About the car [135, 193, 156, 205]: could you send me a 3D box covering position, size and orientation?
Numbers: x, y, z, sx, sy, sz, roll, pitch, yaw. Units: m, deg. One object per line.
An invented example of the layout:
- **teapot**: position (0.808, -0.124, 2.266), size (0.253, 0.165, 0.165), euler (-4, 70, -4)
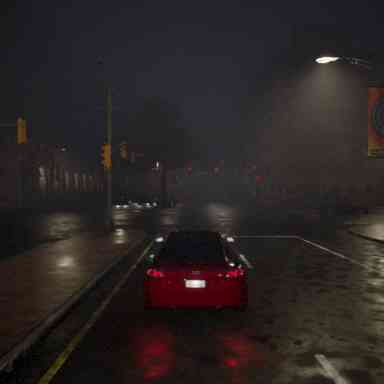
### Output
- **car**: position (-8.103, 1.221, 58.651), size (2.150, 2.045, 5.566), euler (0, 0, 0)

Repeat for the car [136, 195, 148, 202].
- **car**: position (-11.531, 1.477, 76.649), size (1.882, 1.535, 5.008), euler (0, 0, 0)

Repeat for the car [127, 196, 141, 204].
- **car**: position (-11.553, 1.563, 66.301), size (1.994, 1.385, 4.181), euler (0, 0, 0)

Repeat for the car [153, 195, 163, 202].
- **car**: position (-8.031, 1.500, 79.063), size (1.837, 1.490, 4.892), euler (0, 0, 0)

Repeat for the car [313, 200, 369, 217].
- **car**: position (13.962, 1.504, 31.158), size (4.892, 1.490, 1.837), euler (0, 0, 2)

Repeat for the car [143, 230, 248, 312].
- **car**: position (0.072, 1.564, 7.787), size (1.994, 1.385, 4.181), euler (0, 0, 0)

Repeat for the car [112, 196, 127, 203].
- **car**: position (-14.776, 1.594, 67.893), size (1.895, 1.301, 4.718), euler (0, 0, 0)

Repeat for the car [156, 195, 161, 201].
- **car**: position (-8.028, 1.600, 68.969), size (1.895, 1.301, 4.718), euler (0, 0, 0)

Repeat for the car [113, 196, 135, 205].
- **car**: position (-11.605, 1.564, 56.937), size (1.994, 1.385, 4.181), euler (0, 0, 0)
